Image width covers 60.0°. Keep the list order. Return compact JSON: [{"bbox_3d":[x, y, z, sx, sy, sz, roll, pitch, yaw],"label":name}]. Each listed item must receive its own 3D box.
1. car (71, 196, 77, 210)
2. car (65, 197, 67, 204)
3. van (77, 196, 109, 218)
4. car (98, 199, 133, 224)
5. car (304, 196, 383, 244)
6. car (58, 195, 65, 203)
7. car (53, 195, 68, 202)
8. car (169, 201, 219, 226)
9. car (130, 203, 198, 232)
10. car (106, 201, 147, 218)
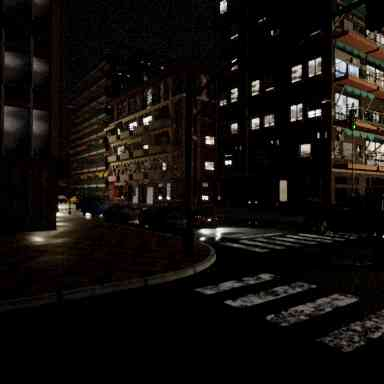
[{"bbox_3d":[-12.068,1.428,38.587,1.837,1.490,4.892,0,0,-35],"label":"car"},{"bbox_3d":[-21.491,1.447,61.605,1.752,1.417,4.829,0,0,-36],"label":"car"},{"bbox_3d":[-8.367,1.265,28.981,1.690,1.788,3.998,0,0,-36],"label":"van"},{"bbox_3d":[-4.963,1.459,24.242,1.752,1.417,4.829,0,0,-36],"label":"car"},{"bbox_3d":[8.160,1.212,15.902,2.150,2.045,5.566,0,0,-36],"label":"car"},{"bbox_3d":[-24.448,1.456,61.261,2.033,1.411,5.357,0,0,-35],"label":"car"},{"bbox_3d":[-28.001,1.360,70.665,1.967,1.590,4.097,0,0,-36],"label":"car"},{"bbox_3d":[-0.100,1.518,21.903,1.994,1.385,4.181,0,0,-36],"label":"car"},{"bbox_3d":[-1.759,1.526,19.781,1.802,1.307,4.206,0,0,-36],"label":"car"},{"bbox_3d":[-5.999,1.538,30.120,1.895,1.301,4.718,0,0,-36],"label":"car"}]
